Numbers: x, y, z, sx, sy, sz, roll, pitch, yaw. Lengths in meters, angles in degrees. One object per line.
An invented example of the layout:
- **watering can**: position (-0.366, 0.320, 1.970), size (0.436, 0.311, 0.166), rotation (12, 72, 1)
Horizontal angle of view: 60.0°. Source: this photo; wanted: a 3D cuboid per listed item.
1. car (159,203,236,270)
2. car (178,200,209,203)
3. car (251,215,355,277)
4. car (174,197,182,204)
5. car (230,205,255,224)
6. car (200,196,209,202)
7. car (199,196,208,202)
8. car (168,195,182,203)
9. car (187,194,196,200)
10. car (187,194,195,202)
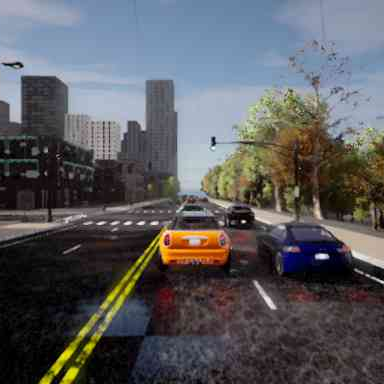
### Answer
- **car**: position (0.080, 1.430, 11.418), size (2.097, 1.767, 4.553), rotation (0, 0, 0)
- **car**: position (0.054, 1.646, 24.801), size (1.882, 1.535, 5.008), rotation (0, 0, 0)
- **car**: position (3.332, 1.636, 10.524), size (1.994, 1.385, 4.181), rotation (0, 0, 0)
- **car**: position (-3.407, 2.012, 81.195), size (1.882, 1.535, 5.008), rotation (0, 0, 0)
- **car**: position (3.306, 1.666, 23.761), size (1.837, 1.490, 4.892), rotation (0, 0, 0)
- **car**: position (3.092, 2.025, 80.510), size (1.837, 1.490, 4.892), rotation (0, 0, 0)
- **car**: position (3.072, 1.957, 90.929), size (2.128, 1.511, 4.902), rotation (0, 0, 0)
- **car**: position (-3.388, 1.656, 65.575), size (2.150, 2.045, 5.566), rotation (0, 0, 0)
- **car**: position (-0.159, 1.883, 80.891), size (2.097, 1.767, 4.553), rotation (0, 0, 0)
- **car**: position (-0.178, 1.657, 90.954), size (2.150, 2.045, 5.566), rotation (0, 0, 0)
